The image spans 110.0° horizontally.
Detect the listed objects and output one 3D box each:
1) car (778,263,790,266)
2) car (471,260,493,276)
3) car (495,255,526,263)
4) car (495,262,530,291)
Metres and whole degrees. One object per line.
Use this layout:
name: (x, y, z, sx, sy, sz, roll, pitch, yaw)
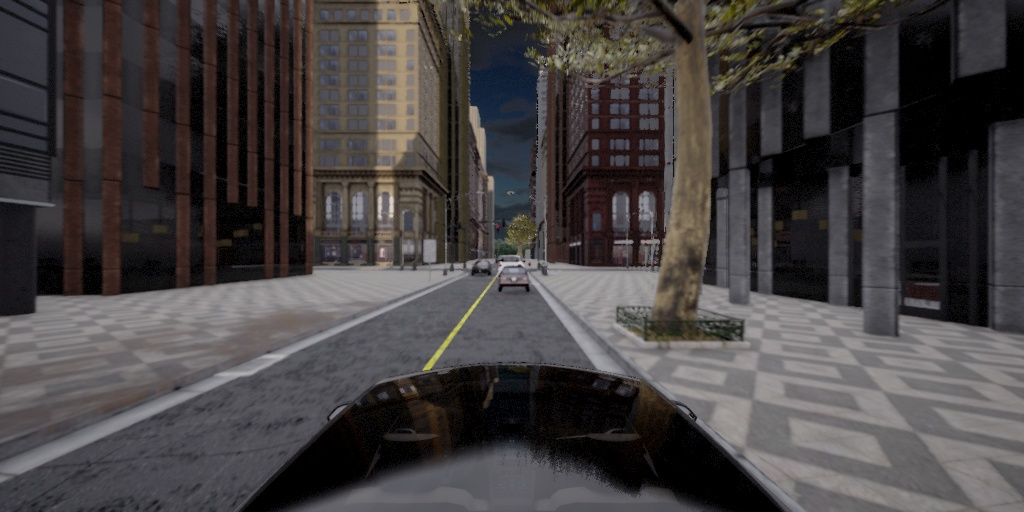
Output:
car: (36.704, 1.366, 45.391, 5.357, 1.411, 2.033, 0, 0, 0)
car: (-3.010, 1.196, 36.495, 1.882, 1.535, 5.008, 0, 0, 0)
car: (0.028, 0.943, 32.813, 2.150, 2.045, 5.566, 0, 0, 4)
car: (0.100, 1.279, 21.666, 2.033, 1.411, 5.357, 0, 0, 0)
